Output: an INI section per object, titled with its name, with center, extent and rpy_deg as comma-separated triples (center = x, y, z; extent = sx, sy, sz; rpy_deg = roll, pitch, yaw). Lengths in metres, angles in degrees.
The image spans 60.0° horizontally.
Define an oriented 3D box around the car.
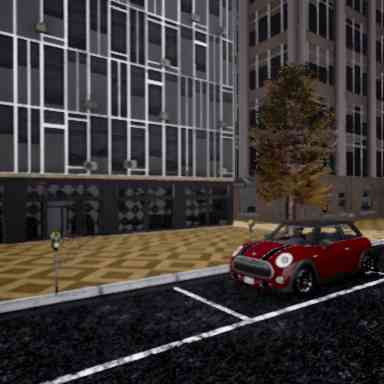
[car]
center = 2.909, 1.472, 8.640
extent = 4.097, 1.590, 1.967
rpy_deg = 0, -1, -35
